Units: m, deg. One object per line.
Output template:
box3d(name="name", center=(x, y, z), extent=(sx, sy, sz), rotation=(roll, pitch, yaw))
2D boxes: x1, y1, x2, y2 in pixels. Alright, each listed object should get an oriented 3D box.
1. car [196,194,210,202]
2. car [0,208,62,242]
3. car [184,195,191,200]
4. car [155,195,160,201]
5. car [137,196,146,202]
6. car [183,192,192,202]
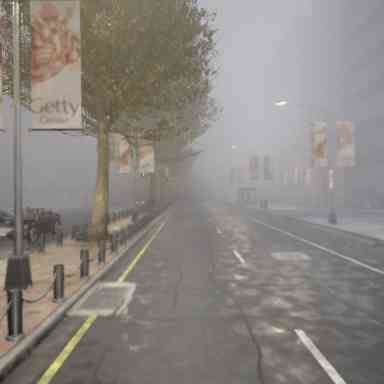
box3d(name="car", center=(2.470, 1.560, 77.258), extent=(1.895, 1.301, 4.718), rotation=(-1, 0, -1))
box3d(name="car", center=(-8.281, 1.587, 16.953), extent=(2.128, 1.511, 4.902), rotation=(-1, 0, -1))
box3d(name="car", center=(-1.249, 1.555, 93.234), extent=(1.994, 1.385, 4.181), rotation=(-1, 0, -1))
box3d(name="car", center=(-9.111, 1.577, 83.045), extent=(1.882, 1.535, 5.008), rotation=(-1, 0, -1))
box3d(name="car", center=(-12.609, 1.735, 82.967), extent=(1.895, 1.301, 4.718), rotation=(-1, 0, -1))
box3d(name="car", center=(-1.035, 1.361, 77.353), extent=(2.097, 1.767, 4.553), rotation=(-1, 0, -1))
